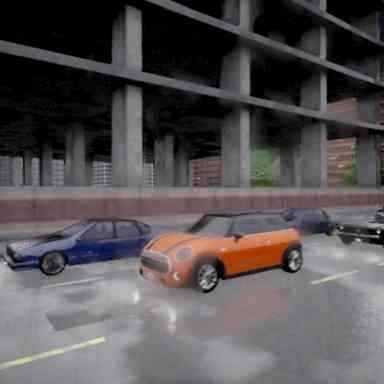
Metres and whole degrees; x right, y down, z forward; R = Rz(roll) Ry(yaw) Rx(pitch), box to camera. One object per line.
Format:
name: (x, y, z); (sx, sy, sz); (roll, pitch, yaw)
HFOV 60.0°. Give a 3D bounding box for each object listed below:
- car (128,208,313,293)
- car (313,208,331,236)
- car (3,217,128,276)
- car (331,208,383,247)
car: (0.894, 1.329, 8.922); (4.553, 1.767, 2.097); (0, 0, -35)
car: (5.360, 1.492, 16.397); (5.357, 1.411, 2.033); (0, 0, -35)
car: (-2.854, 1.532, 10.552); (5.357, 1.411, 2.033); (0, 0, -35)
car: (8.231, 1.542, 14.143); (4.718, 1.301, 1.895); (0, 0, -35)
